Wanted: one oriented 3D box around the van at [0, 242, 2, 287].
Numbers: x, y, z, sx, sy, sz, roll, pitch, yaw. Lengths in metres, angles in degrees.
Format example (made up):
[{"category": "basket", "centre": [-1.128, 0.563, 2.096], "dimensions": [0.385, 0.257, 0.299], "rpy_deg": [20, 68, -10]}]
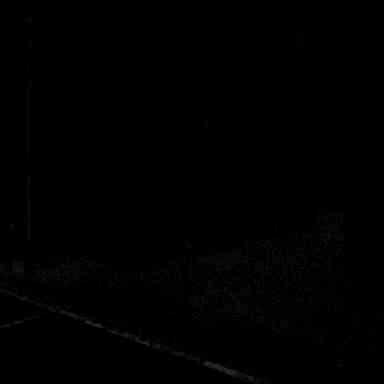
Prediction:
[{"category": "van", "centre": [-5.763, 1.340, 7.182], "dimensions": [3.998, 1.788, 1.690], "rpy_deg": [0, 0, 35]}]
